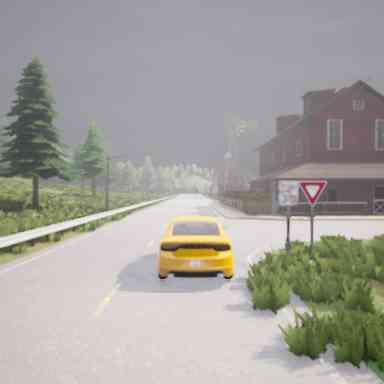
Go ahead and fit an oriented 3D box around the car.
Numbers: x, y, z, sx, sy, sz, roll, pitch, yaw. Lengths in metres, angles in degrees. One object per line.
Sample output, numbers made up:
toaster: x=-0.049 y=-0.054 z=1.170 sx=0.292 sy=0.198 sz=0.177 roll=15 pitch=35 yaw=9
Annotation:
car: x=0.090 y=1.449 z=9.939 sx=1.882 sy=1.535 sz=5.008 roll=0 pitch=0 yaw=0
